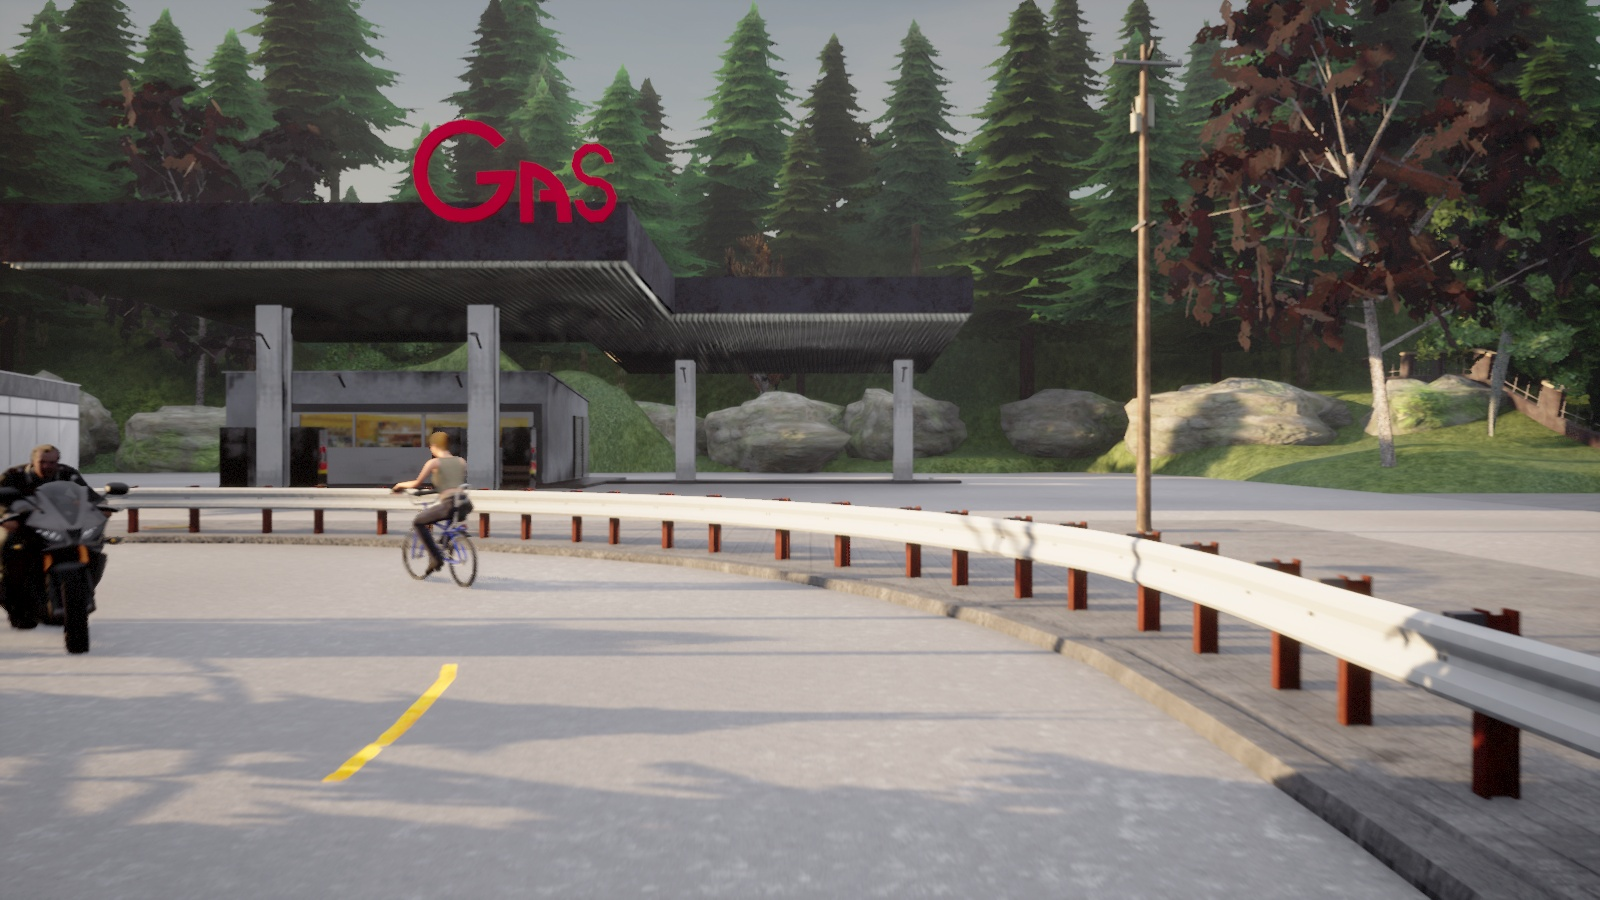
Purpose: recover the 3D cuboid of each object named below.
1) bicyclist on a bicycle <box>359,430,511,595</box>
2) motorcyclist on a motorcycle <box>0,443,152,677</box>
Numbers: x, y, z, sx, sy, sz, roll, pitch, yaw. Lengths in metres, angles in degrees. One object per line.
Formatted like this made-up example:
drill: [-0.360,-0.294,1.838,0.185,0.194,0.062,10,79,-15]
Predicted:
bicyclist on a bicycle: [-3.843,0.608,13.189,1.509,1.612,0.866,0,2,45]
motorcyclist on a motorcycle: [-5.678,0.726,9.420,0.866,1.530,2.191,-2,2,-43]
